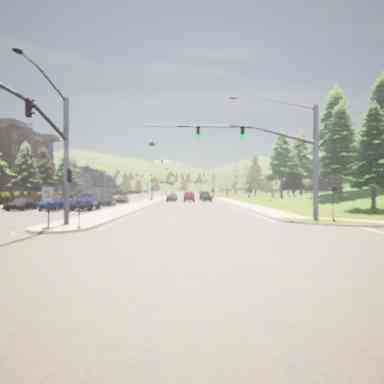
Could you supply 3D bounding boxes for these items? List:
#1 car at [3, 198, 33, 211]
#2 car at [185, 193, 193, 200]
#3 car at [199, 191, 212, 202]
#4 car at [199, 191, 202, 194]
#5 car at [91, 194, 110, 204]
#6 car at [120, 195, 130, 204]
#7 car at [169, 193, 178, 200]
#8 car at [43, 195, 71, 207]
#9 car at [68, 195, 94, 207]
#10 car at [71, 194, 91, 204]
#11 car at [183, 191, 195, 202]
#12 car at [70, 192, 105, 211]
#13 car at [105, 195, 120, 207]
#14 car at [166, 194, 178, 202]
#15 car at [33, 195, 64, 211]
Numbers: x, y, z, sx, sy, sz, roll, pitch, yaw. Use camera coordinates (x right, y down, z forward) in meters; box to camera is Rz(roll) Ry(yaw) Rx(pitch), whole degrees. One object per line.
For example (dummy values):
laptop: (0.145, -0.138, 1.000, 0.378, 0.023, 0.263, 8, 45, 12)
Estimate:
car: (-18.762, 1.338, 37.016, 2.033, 1.411, 5.357, 0, 0, -1)
car: (-0.733, 1.043, 74.977, 1.837, 1.490, 4.892, 0, 0, -1)
car: (2.921, 1.140, 64.847, 1.837, 1.490, 4.892, 0, 0, -1)
car: (2.766, 0.772, 75.070, 2.150, 2.045, 5.566, 0, 0, -1)
car: (-15.478, 1.159, 56.407, 1.882, 1.535, 5.008, 0, 0, 0)
car: (-11.990, 1.226, 57.104, 2.033, 1.411, 5.357, 0, 0, 0)
car: (-4.232, 1.067, 74.924, 1.812, 1.442, 4.674, 0, 0, -1)
car: (-18.890, 1.213, 46.747, 1.882, 1.535, 5.008, 0, 0, -1)
car: (-15.388, 1.230, 46.352, 2.128, 1.511, 4.902, 0, 0, -1)
car: (-18.976, 1.182, 57.181, 1.837, 1.490, 4.892, 0, 0, -1)
car: (-0.573, 0.859, 64.423, 2.150, 2.045, 5.566, 0, 0, -1)
car: (-11.763, 1.012, 37.128, 2.150, 2.045, 5.566, 0, 0, -1)
car: (-11.893, 1.241, 46.808, 1.837, 1.490, 4.892, 0, 0, -1)
car: (-4.072, 1.186, 64.306, 2.033, 1.411, 5.357, 0, 0, -1)
car: (-15.260, 1.269, 36.947, 1.882, 1.535, 5.008, 0, 0, -1)
